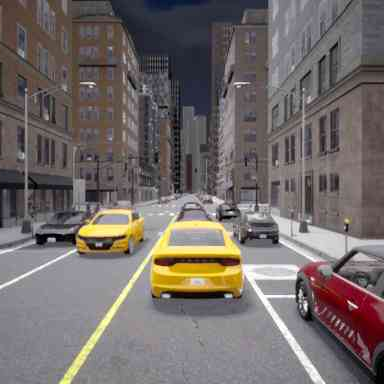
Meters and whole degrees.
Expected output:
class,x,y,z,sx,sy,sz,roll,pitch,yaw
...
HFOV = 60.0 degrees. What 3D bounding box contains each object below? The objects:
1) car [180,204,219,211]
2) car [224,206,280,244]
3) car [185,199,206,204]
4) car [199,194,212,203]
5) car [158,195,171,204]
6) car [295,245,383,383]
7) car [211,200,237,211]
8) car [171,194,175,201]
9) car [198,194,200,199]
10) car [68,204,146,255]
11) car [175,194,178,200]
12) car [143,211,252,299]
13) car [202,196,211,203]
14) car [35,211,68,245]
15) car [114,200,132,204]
class,x,y,z,sx,sy,sz,roll,pitch,yaw
car,0.116,1.564,17.506,1.994,1.385,4.181,0,0,0
car,2.864,1.550,15.585,2.008,1.369,4.403,0,0,0
car,0.014,1.527,26.317,1.812,1.442,4.674,0,0,2
car,2.923,1.478,63.678,1.967,1.590,4.097,0,0,0
car,-5.601,1.620,63.695,1.802,1.307,4.206,0,0,0
car,2.858,1.440,4.582,1.967,1.590,4.097,0,0,0
car,2.870,1.567,26.588,1.947,1.339,4.313,0,0,0
car,-5.576,1.610,74.512,2.008,1.369,4.403,0,0,0
car,2.949,1.610,74.495,2.008,1.369,4.403,0,0,0
car,-3.083,1.477,13.521,1.882,1.535,5.008,0,0,0
car,-5.539,1.630,90.568,1.752,1.417,4.829,0,0,0
car,0.099,1.477,8.512,1.882,1.535,5.008,0,0,0
car,2.936,1.573,69.257,1.752,1.417,4.829,0,0,0
car,-5.661,1.566,15.590,1.947,1.339,4.313,0,0,0
car,-5.656,1.441,26.593,1.967,1.590,4.097,0,0,0
